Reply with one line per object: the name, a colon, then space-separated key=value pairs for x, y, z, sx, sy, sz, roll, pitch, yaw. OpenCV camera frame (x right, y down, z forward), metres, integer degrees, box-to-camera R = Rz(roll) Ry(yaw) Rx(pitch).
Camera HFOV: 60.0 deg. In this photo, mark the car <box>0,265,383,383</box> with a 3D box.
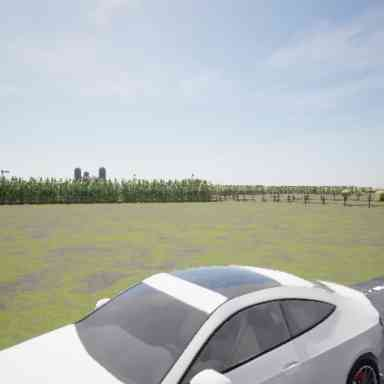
car: x=0.043 y=1.525 z=3.106 sx=4.674 sy=1.442 sz=1.812 roll=0 pitch=0 yaw=-36
